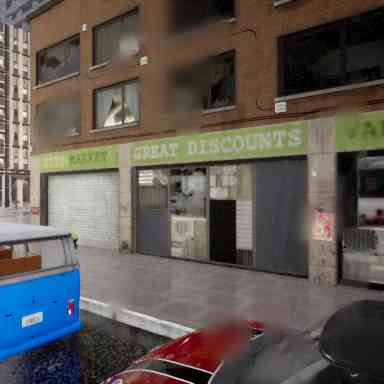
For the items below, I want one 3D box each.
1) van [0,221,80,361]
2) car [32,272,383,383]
[{"bbox_3d":[-3.485,1.343,5.197,3.998,1.788,1.690,0,0,35],"label":"van"},{"bbox_3d":[1.155,1.440,1.903,4.097,1.590,1.967,0,0,35],"label":"car"}]
